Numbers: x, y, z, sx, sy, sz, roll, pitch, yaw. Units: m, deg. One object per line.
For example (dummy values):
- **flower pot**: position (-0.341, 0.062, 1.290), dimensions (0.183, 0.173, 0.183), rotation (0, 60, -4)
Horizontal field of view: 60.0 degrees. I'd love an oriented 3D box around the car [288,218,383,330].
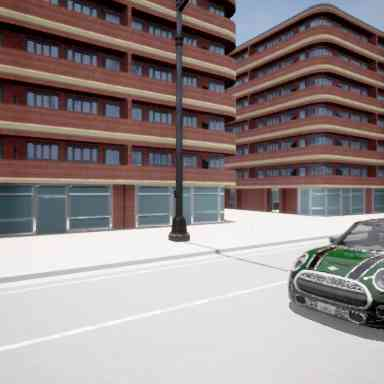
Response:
- **car**: position (4.075, 1.352, 6.852), dimensions (4.553, 1.767, 2.097), rotation (0, 0, -35)
